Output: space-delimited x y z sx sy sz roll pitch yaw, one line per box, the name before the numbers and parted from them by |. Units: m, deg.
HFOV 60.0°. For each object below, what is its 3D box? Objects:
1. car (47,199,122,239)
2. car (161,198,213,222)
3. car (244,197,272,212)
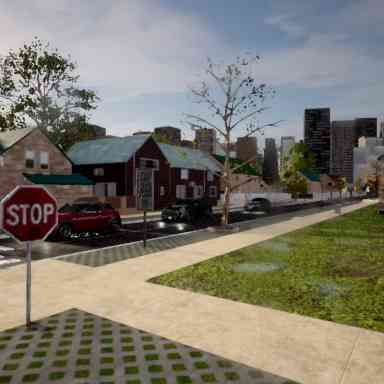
car | -5.827 1.280 17.017 2.097 1.767 4.553 1 1 35
car | -0.302 1.229 25.188 2.097 1.767 4.553 1 1 34
car | 7.394 1.332 36.660 1.812 1.442 4.674 1 1 34
